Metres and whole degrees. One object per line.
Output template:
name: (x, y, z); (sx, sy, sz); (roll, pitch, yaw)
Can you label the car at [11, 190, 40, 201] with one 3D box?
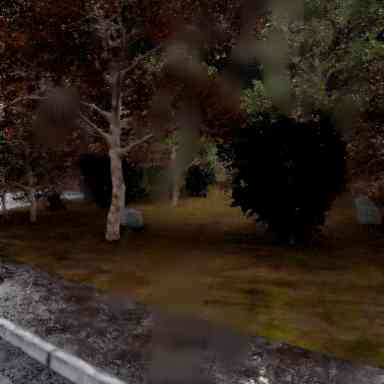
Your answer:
car: (-28.310, 0.479, 56.656); (2.150, 2.045, 5.566); (-1, 1, 8)
